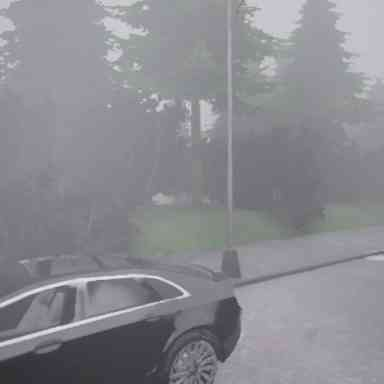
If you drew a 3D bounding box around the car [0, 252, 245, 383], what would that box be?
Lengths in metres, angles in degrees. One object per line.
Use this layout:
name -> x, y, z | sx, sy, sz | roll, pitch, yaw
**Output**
car -> -1.639, 1.489, 3.437 | 4.902, 1.511, 2.128 | 0, 0, -36
